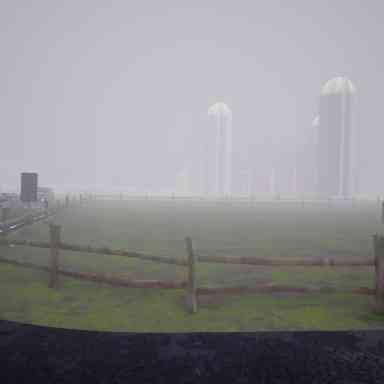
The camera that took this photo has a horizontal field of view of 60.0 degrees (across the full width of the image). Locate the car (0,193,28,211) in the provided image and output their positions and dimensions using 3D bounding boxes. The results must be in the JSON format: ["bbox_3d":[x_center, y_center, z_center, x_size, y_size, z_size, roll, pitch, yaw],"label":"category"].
[{"bbox_3d":[-16.195,0.826,29.146,2.128,1.511,4.902,2,1,-10],"label":"car"}]

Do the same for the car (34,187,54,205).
[{"bbox_3d":[-18.030,0.395,39.599,2.150,2.045,5.566,2,1,-9],"label":"car"}]
